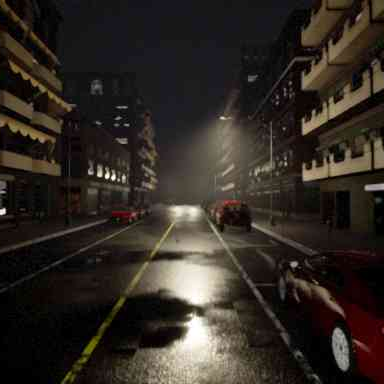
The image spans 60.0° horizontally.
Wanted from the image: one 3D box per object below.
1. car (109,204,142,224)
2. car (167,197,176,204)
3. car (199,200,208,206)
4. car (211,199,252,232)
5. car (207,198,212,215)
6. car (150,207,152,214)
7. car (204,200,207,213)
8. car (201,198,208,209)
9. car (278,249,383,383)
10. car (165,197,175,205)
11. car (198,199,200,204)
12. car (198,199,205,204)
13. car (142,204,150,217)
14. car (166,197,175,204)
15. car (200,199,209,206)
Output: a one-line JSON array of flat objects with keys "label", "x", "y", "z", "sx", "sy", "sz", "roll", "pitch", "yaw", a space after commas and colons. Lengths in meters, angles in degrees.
[{"label": "car", "x": -5.698, "y": 1.856, "z": 27.771, "sx": 1.887, "sy": 1.381, "sz": 4.507, "roll": 1, "pitch": -1, "yaw": 0}, {"label": "car", "x": -5.740, "y": 2.376, "z": 94.623, "sx": 2.192, "sy": 1.841, "sz": 5.009, "roll": 1, "pitch": -1, "yaw": 0}, {"label": "car", "x": 2.648, "y": 2.454, "z": 77.873, "sx": 1.802, "sy": 1.307, "sz": 4.206, "roll": 1, "pitch": -1, "yaw": 0}, {"label": "car", "x": 2.689, "y": 1.563, "z": 22.168, "sx": 2.192, "sy": 1.841, "sz": 5.009, "roll": 1, "pitch": -1, "yaw": 0}, {"label": "car", "x": 2.686, "y": 1.625, "z": 27.738, "sx": 2.192, "sy": 1.841, "sz": 5.009, "roll": 1, "pitch": -1, "yaw": 0}, {"label": "car", "x": -5.706, "y": 2.018, "z": 38.911, "sx": 1.802, "sy": 1.307, "sz": 4.206, "roll": 1, "pitch": -1, "yaw": 0}, {"label": "car", "x": 2.675, "y": 1.962, "z": 39.047, "sx": 1.752, "sy": 1.417, "sz": 4.829, "roll": 1, "pitch": -1, "yaw": 0}, {"label": "car", "x": 2.674, "y": 1.812, "z": 44.451, "sx": 2.192, "sy": 1.841, "sz": 5.009, "roll": 1, "pitch": -1, "yaw": 0}, {"label": "car", "x": 2.698, "y": 1.607, "z": 5.453, "sx": 1.887, "sy": 1.381, "sz": 4.507, "roll": 1, "pitch": -1, "yaw": 0}, {"label": "car", "x": -5.736, "y": 2.501, "z": 83.478, "sx": 1.947, "sy": 1.339, "sz": 4.313, "roll": 1, "pitch": -1, "yaw": 0}, {"label": "car", "x": 2.660, "y": 2.235, "z": 61.161, "sx": 2.008, "sy": 1.369, "sz": 4.403, "roll": 1, "pitch": -1, "yaw": 0}, {"label": "car", "x": 2.636, "y": 2.642, "z": 94.586, "sx": 1.802, "sy": 1.307, "sz": 4.206, "roll": 1, "pitch": -1, "yaw": 0}, {"label": "car", "x": -5.702, "y": 1.955, "z": 33.340, "sx": 1.802, "sy": 1.307, "sz": 4.206, "roll": 1, "pitch": -1, "yaw": 0}, {"label": "car", "x": -5.736, "y": 2.313, "z": 89.051, "sx": 2.192, "sy": 1.841, "sz": 5.009, "roll": 1, "pitch": -1, "yaw": 0}, {"label": "car", "x": 2.652, "y": 2.336, "z": 72.473, "sx": 1.752, "sy": 1.417, "sz": 4.829, "roll": 1, "pitch": -1, "yaw": 0}]
